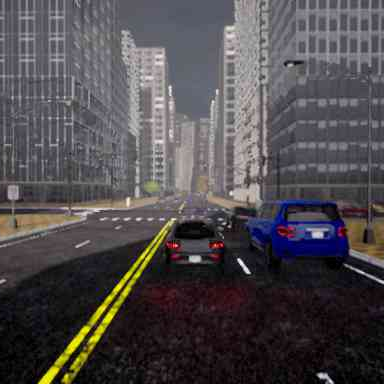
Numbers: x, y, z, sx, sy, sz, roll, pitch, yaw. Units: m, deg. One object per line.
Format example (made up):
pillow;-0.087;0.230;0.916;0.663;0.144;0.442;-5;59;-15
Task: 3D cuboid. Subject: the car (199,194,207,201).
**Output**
car;3.032;1.558;95.426;2.150;2.045;5.566;0;0;0

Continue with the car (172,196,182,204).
car;-3.420;1.758;74.526;2.097;1.767;4.553;0;0;0

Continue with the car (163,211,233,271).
car;0.077;1.591;10.975;1.812;1.442;4.674;0;0;0

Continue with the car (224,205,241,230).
car;3.303;1.632;22.079;1.837;1.490;4.892;0;0;0

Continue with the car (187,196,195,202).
car;-0.194;1.971;85.387;1.812;1.442;4.674;0;0;0

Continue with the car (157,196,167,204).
car;-6.670;1.758;74.519;2.097;1.767;4.553;0;0;0

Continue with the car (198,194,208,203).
car;3.056;1.971;85.394;1.812;1.442;4.674;0;0;0

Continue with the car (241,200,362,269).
car;3.332;1.285;11.594;2.150;2.045;5.566;0;-1;-1

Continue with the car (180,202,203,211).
car;0.051;1.682;23.344;2.033;1.411;5.357;0;0;0

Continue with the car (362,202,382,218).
car;16.125;1.730;34.217;5.009;1.841;2.192;0;0;1

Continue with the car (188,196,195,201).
car;-0.218;1.873;95.388;2.033;1.411;5.357;0;0;0
